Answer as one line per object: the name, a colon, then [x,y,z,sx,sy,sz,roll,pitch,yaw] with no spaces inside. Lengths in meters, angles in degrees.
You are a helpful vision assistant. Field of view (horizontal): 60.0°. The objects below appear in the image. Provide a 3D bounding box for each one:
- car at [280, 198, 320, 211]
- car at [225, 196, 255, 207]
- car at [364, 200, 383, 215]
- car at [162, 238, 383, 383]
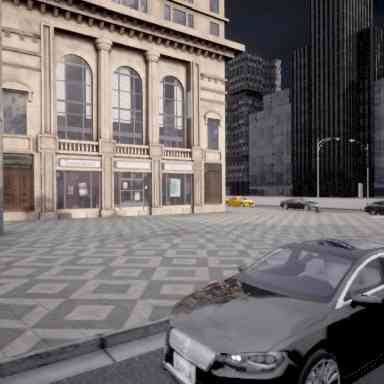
car: [12.460,1.415,38.513,2.128,1.511,4.902,-1,0,-34]
car: [6.680,1.371,47.063,1.882,1.535,5.008,-1,1,-34]
car: [18.133,1.477,30.169,1.812,1.442,4.674,-1,0,-34]
car: [1.915,1.490,4.748,4.902,1.511,2.128,0,0,-36]
